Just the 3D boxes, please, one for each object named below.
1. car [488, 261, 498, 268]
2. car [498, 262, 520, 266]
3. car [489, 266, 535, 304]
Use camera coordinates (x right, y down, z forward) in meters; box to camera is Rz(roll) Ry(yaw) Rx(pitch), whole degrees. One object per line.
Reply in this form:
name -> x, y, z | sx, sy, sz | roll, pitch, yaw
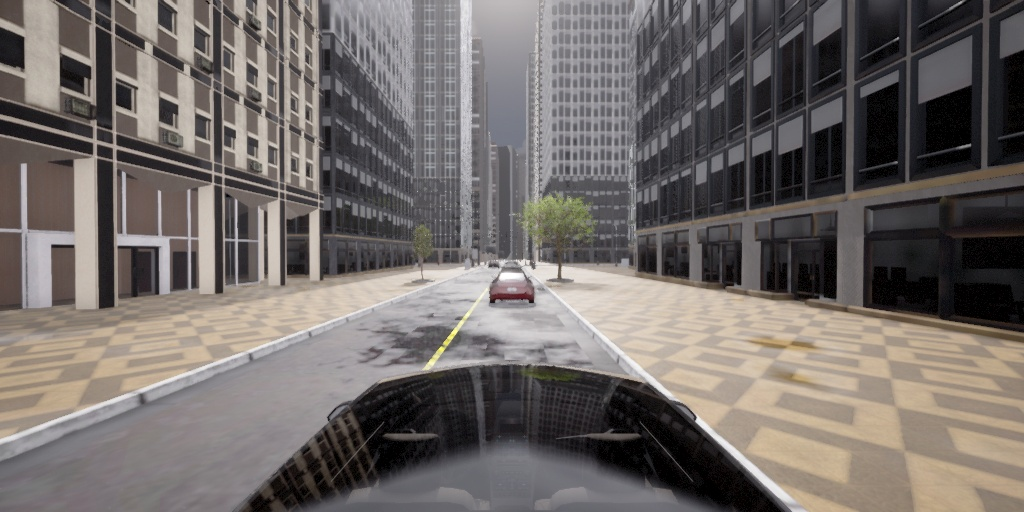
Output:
car -> -3.000, 1.439, 59.475 | 1.895, 1.301, 4.718 | 0, 0, 0
car -> 0.000, 1.272, 31.501 | 1.837, 1.490, 4.892 | 0, 0, 0
car -> 0.000, 1.321, 16.501 | 1.994, 1.385, 4.181 | 0, 0, 0
